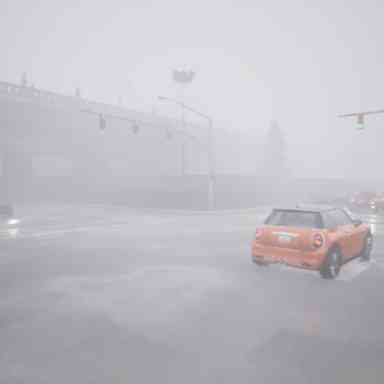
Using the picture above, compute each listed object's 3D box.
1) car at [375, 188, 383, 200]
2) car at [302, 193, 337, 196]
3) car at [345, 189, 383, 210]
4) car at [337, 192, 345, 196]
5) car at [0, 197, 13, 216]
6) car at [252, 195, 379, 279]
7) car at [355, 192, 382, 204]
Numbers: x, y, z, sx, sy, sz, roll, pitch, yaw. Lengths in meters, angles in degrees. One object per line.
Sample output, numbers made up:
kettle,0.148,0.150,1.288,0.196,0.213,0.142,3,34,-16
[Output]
car,29.099,0.288,49.642,2.097,1.767,4.553,1,2,41
car,10.088,0.866,28.043,2.128,1.511,4.902,1,2,42
car,15.108,0.728,28.440,2.097,1.767,4.553,1,2,41
car,16.117,0.712,34.923,1.882,1.535,5.008,1,2,41
car,-14.635,0.946,23.968,5.008,1.535,1.882,1,2,41
car,3.674,1.146,9.752,2.097,1.767,4.553,1,2,41
car,22.260,0.694,41.907,1.895,1.301,4.718,1,2,42
